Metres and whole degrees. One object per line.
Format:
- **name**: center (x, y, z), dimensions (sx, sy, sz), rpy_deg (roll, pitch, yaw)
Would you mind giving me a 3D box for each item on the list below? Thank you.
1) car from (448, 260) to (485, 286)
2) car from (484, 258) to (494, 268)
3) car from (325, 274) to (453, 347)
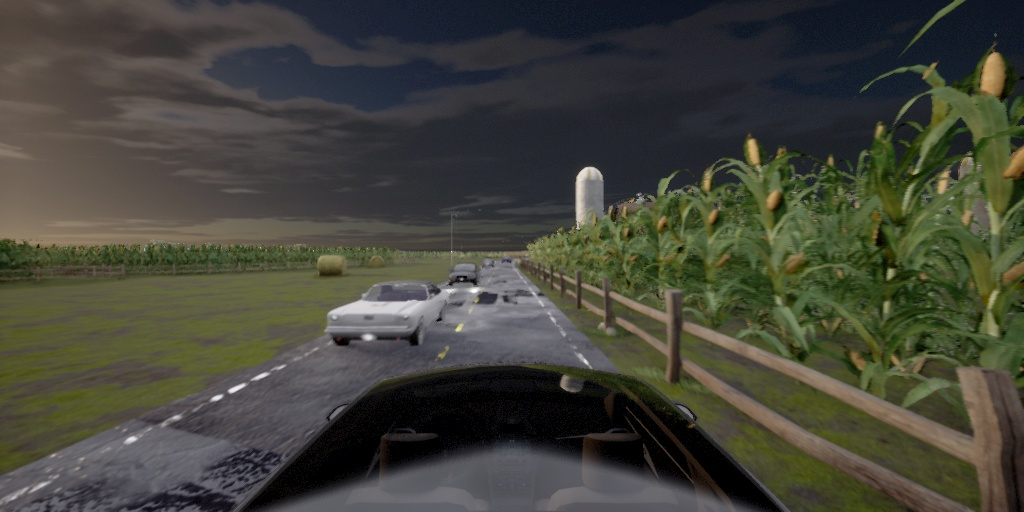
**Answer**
- **car**: center (-3.136, 1.204, 24.527), dimensions (1.837, 1.490, 4.892), rpy_deg (0, 0, -1)
- **car**: center (-3.851, 1.107, 58.338), dimensions (2.128, 1.511, 4.902), rpy_deg (0, 0, -1)
- **car**: center (-2.932, 1.335, 9.458), dimensions (1.895, 1.301, 4.718), rpy_deg (0, 0, -1)
